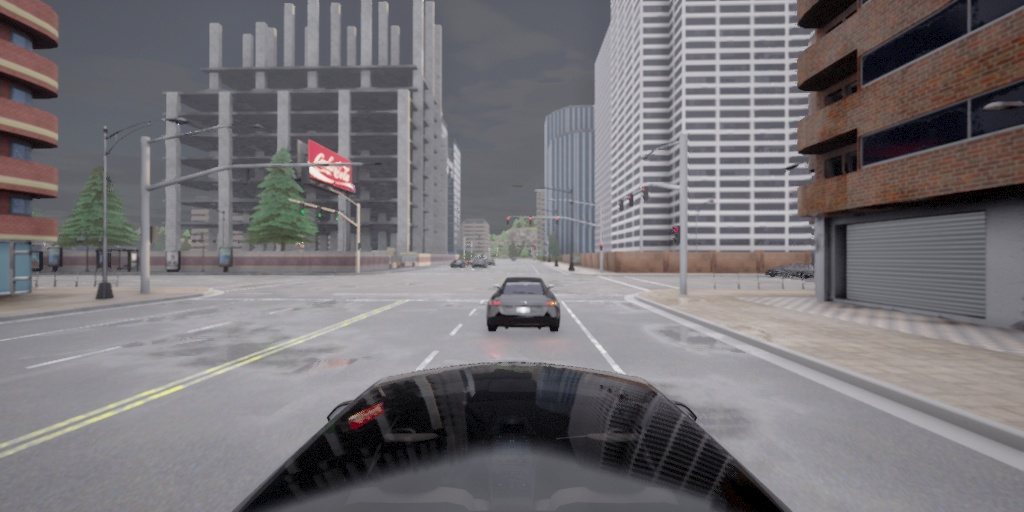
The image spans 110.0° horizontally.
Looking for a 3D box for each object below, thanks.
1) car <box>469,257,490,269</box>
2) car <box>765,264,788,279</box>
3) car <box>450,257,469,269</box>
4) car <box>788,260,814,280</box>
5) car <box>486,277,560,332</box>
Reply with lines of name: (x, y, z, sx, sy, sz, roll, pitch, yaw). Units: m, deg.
car: (-5.174, 1.164, 57.512, 2.097, 1.767, 4.553, 0, 0, 2)
car: (26.021, 1.375, 33.309, 4.181, 1.385, 1.994, 0, 0, 2)
car: (-8.666, 1.287, 57.721, 1.882, 1.535, 5.008, 0, 0, 2)
car: (26.356, 1.312, 29.797, 4.892, 1.490, 1.837, 0, 0, 2)
car: (0.355, 1.325, 10.959, 1.994, 1.385, 4.181, 0, 0, 2)
